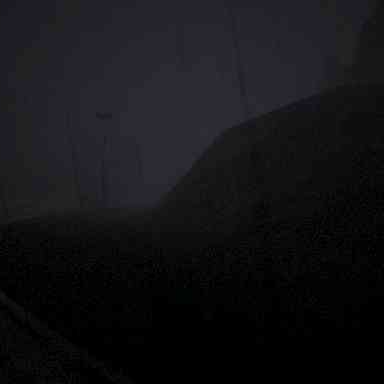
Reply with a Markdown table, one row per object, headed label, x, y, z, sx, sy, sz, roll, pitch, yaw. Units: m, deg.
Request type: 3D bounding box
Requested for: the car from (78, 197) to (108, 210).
| label | x | y | z | sx | sy | sz | roll | pitch | yaw |
| --- | --- | --- | --- | --- | --- | --- | --- | --- | --- |
| car | -13.876 | 1.493 | 46.957 | 2.097 | 1.767 | 4.553 | 0 | 0 | 24 |
